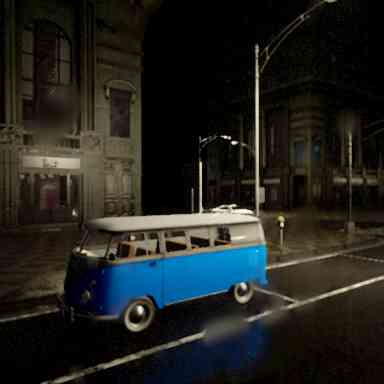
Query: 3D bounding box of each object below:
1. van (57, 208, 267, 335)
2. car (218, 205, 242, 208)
[{"bbox_3d":[-0.346,1.341,6.429,3.998,1.788,1.690,0,0,-36],"label":"van"},{"bbox_3d":[3.667,1.901,30.153,1.812,1.442,4.674,0,-1,-36],"label":"car"}]
